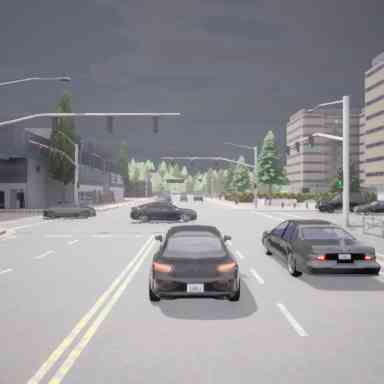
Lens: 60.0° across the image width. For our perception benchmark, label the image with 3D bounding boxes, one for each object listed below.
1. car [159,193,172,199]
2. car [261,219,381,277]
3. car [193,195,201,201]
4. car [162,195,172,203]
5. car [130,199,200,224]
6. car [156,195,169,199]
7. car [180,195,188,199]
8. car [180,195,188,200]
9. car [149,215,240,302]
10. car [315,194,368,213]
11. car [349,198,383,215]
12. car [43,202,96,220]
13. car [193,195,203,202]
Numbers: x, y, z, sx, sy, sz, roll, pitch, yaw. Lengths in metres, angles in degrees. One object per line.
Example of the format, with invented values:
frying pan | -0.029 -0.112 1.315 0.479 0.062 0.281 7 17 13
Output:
car | -5.018 1.221 59.812 2.150 2.045 5.566 0 0 -1
car | 3.533 1.547 10.216 2.033 1.411 5.357 0 0 0
car | 1.305 1.499 88.787 1.837 1.490 4.892 0 0 -1
car | -5.217 1.499 70.172 1.837 1.490 4.892 0 0 -1
car | -2.072 1.504 24.373 4.892 1.490 1.837 0 0 -4
car | -4.781 1.525 50.385 1.812 1.442 4.674 0 0 -2
car | -1.920 1.532 78.079 2.033 1.411 5.357 0 0 -1
car | -2.194 1.466 88.714 1.994 1.385 4.181 0 0 -1
car | 0.036 1.526 8.159 1.812 1.442 4.674 0 0 -1
car | 16.285 1.222 35.943 5.566 2.045 2.150 0 0 -2
car | 18.221 1.525 32.475 4.674 1.442 1.812 0 0 -2
car | -10.280 1.564 28.044 4.181 1.385 1.994 0 0 -13
car | 1.567 1.477 78.649 1.882 1.535 5.008 0 0 -1
